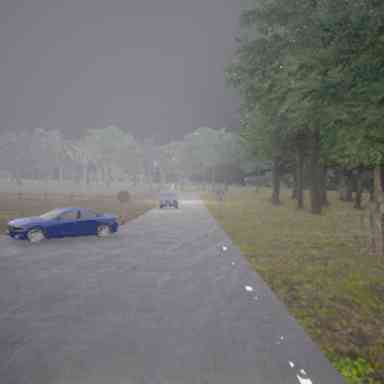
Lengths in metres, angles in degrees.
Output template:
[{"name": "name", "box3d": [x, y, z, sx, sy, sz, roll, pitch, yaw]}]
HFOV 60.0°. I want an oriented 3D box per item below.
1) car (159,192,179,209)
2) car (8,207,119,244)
[{"name": "car", "box3d": [-2.801, 1.026, 41.153, 2.150, 2.045, 5.566, 0, 1, 0]}, {"name": "car", "box3d": [-5.969, 1.473, 15.897, 5.008, 1.535, 1.882, 1, 2, -41]}]
